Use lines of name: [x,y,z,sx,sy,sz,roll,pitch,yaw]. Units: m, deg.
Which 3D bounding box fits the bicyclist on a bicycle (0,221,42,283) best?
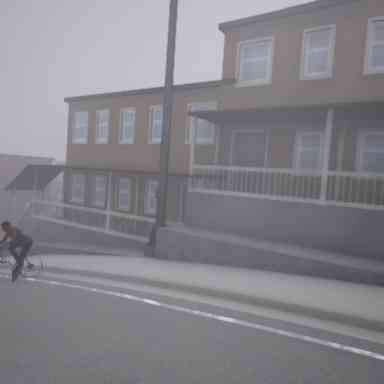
bicyclist on a bicycle: [-4.763,1.586,8.828,0.582,1.620,1.656,-4,-3,36]
